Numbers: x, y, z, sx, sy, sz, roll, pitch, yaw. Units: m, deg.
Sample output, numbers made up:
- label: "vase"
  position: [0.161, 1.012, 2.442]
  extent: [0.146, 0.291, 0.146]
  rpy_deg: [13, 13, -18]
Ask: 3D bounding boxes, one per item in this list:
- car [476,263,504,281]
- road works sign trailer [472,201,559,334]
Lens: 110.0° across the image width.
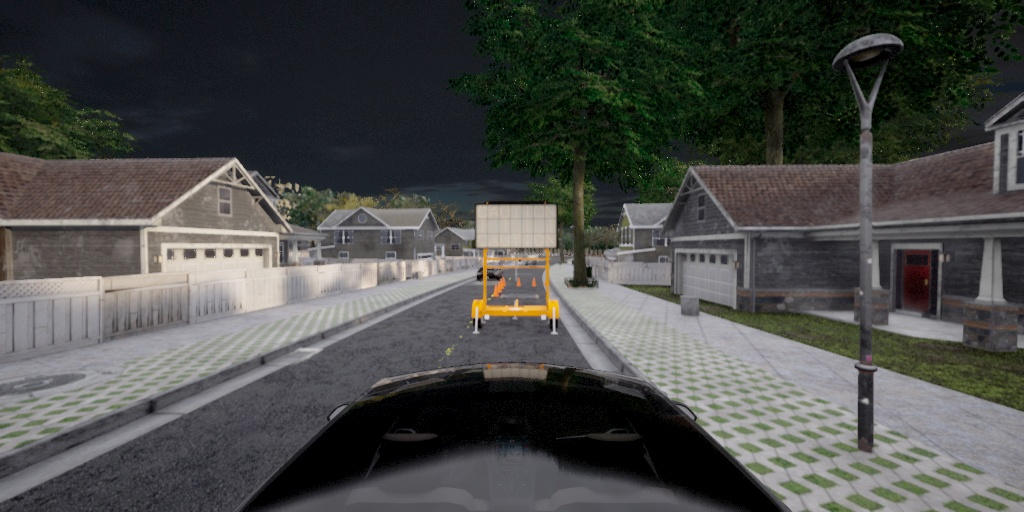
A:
- label: "car"
  position: [-1.695, 1.255, 29.773]
  extent: [2.033, 1.411, 5.357]
  rpy_deg: [0, 0, 4]
- label: "road works sign trailer"
  position: [0.128, 0.202, 10.556]
  extent: [2.380, 3.560, 2.880]
  rpy_deg: [0, 0, 2]
